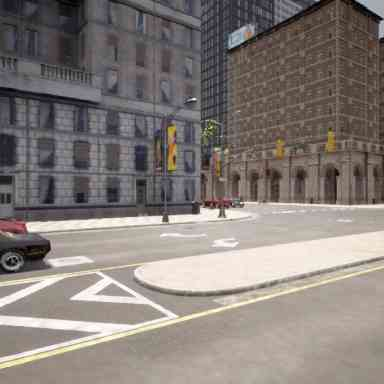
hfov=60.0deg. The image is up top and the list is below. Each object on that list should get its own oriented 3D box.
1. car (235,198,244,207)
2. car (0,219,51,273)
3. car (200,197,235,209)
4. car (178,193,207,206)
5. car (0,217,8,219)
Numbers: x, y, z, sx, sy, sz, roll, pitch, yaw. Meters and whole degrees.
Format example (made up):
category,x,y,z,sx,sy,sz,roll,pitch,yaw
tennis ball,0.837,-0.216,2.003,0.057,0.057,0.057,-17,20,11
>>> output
category,x,y,z,sx,sy,sz,roll,pitch,yaw
car,5.618,1.491,49.006,2.128,1.511,4.902,0,0,-35
car,-6.569,1.601,9.158,4.718,1.301,1.895,0,0,-35
car,3.189,1.478,46.375,1.882,1.535,5.008,0,0,-35
car,-0.024,1.221,57.104,2.150,2.045,5.566,0,0,-34
car,-8.515,1.526,12.063,4.674,1.442,1.812,0,0,-35
